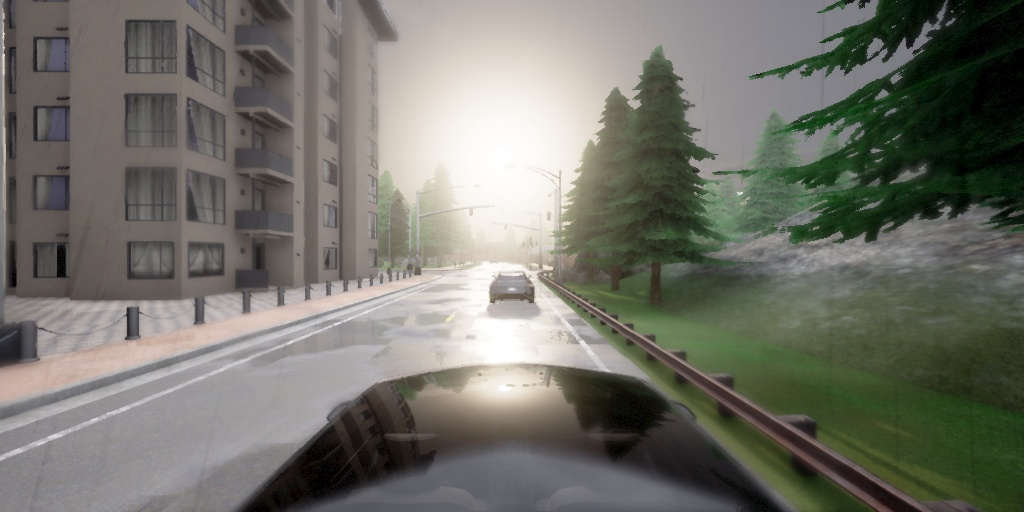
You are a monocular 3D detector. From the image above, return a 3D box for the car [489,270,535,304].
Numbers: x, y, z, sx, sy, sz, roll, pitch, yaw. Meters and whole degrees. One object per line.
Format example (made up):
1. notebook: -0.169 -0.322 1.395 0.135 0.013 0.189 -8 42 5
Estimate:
1. car: 0.000 1.321 16.500 1.994 1.385 4.181 0 0 0
